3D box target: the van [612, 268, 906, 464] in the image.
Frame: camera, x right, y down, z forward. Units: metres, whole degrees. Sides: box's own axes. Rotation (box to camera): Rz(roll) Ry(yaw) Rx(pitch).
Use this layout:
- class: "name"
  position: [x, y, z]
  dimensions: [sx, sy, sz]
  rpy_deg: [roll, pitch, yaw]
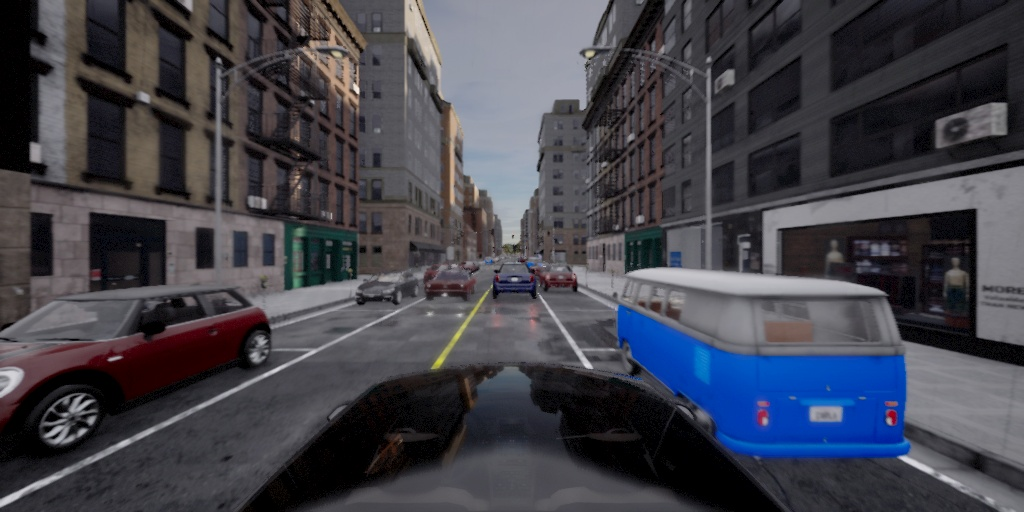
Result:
- class: "van"
  position: [2.641, 1.089, 4.859]
  dimensions: [1.690, 1.789, 3.998]
  rpy_deg: [0, 0, 0]

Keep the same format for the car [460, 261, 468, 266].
- class: "car"
  position: [-5.337, 1.320, 32.428]
  dimensions: [1.802, 1.307, 4.207]
  rpy_deg: [0, 0, 0]

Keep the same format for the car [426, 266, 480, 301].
- class: "car"
  position: [-2.822, 1.345, 17.334]
  dimensions: [1.895, 1.301, 4.718]
  rpy_deg: [0, 0, 0]

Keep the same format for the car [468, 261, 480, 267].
- class: "car"
  position: [-5.318, 1.278, 43.450]
  dimensions: [1.888, 1.381, 4.507]
  rpy_deg: [0, 0, 0]

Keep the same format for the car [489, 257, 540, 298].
- class: "car"
  position: [0.127, 1.095, 18.555]
  dimensions: [2.097, 1.767, 4.553]
  rpy_deg: [0, 0, 0]

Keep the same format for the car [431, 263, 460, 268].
- class: "car"
  position: [-5.346, 1.286, 26.916]
  dimensions: [1.888, 1.381, 4.507]
  rpy_deg: [0, 0, 0]

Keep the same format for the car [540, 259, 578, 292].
- class: "car"
  position: [2.670, 1.182, 21.392]
  dimensions: [1.967, 1.591, 4.097]
  rpy_deg: [0, 0, 0]

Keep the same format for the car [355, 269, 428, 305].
- class: "car"
  position: [-5.365, 1.295, 15.894]
  dimensions: [2.007, 1.370, 4.403]
  rpy_deg: [0, 0, 0]

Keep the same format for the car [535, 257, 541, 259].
- class: "car"
  position: [2.688, 1.178, 32.414]
  dimensions: [1.967, 1.591, 4.097]
  rpy_deg: [0, 0, 0]

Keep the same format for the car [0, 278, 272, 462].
- class: "car"
  position: [-5.384, 1.188, 4.873]
  dimensions: [1.967, 1.591, 4.097]
  rpy_deg: [0, 0, 0]
